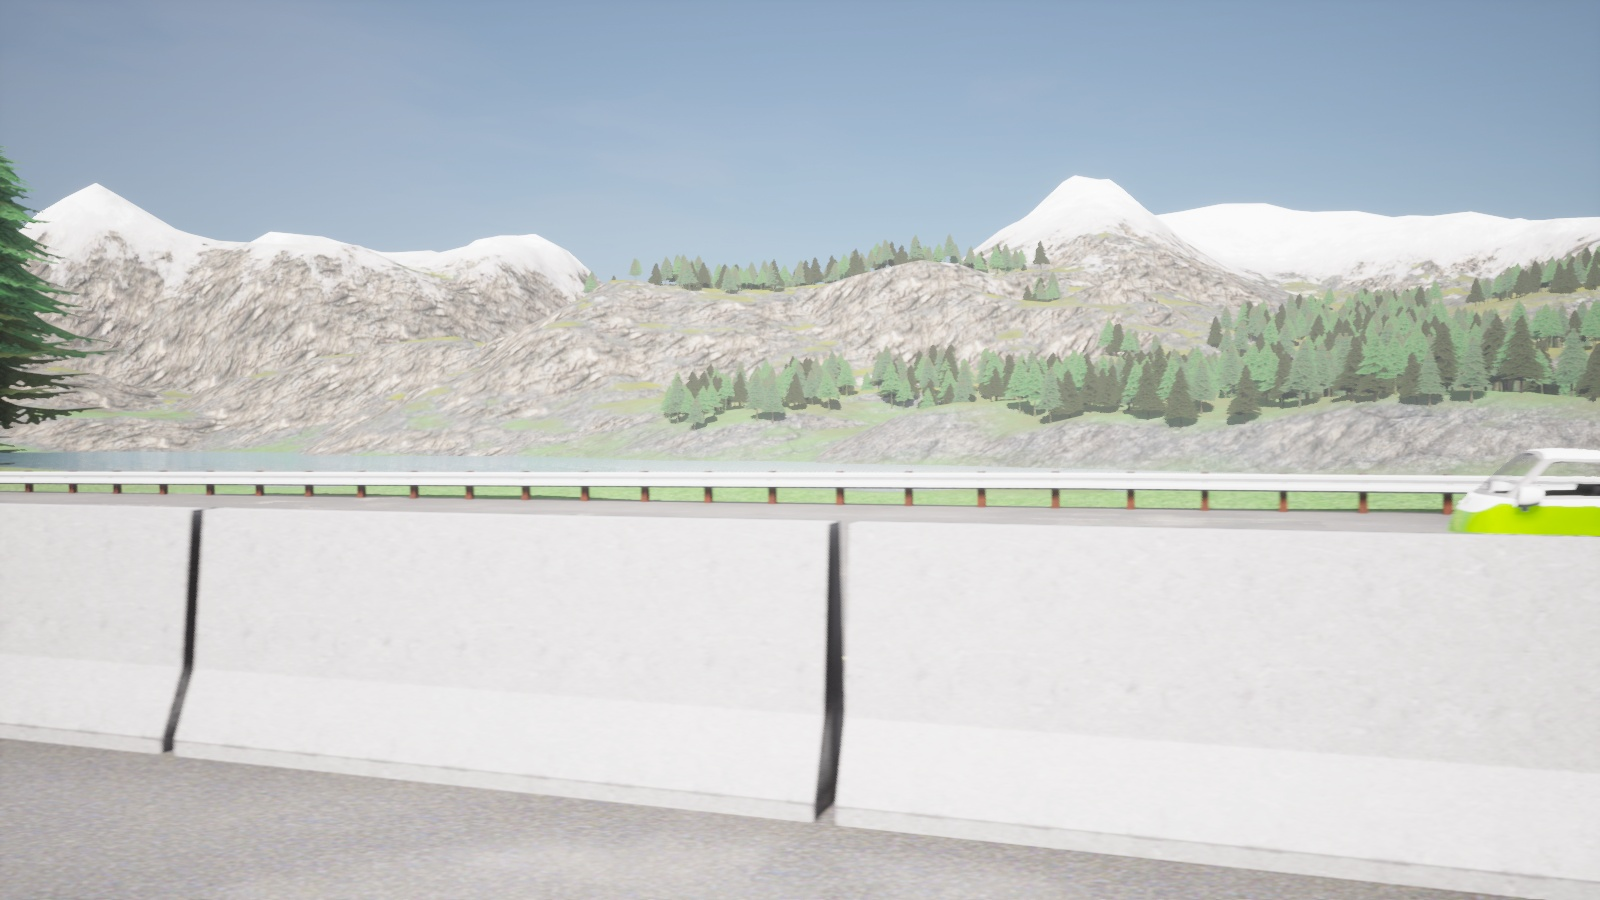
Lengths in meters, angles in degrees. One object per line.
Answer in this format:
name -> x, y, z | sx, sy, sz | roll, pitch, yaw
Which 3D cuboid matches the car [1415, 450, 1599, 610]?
car -> 7.152, 0.718, 11.865 | 2.207, 1.376, 1.481 | 1, 1, 19
